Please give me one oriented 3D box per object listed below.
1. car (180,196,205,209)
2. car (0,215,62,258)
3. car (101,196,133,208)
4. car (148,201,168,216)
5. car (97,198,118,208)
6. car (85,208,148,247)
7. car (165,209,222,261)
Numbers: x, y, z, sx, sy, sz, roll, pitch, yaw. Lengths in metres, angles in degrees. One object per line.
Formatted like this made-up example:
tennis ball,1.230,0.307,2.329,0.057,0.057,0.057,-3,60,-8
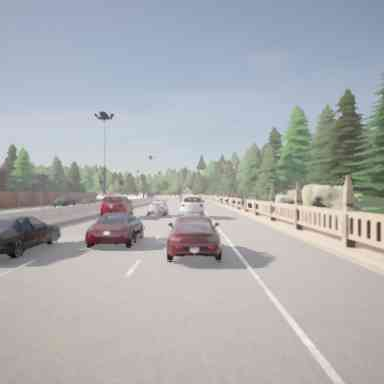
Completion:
car,0.028,1.362,31.854,2.150,2.045,5.566,0,0,0
car,-6.927,1.614,12.934,2.033,1.411,5.357,0,0,0
car,-6.974,1.367,31.246,2.150,2.045,5.566,0,0,0
car,-3.482,1.682,34.350,1.812,1.442,4.674,0,0,0
car,-14.164,1.812,55.979,2.033,1.411,5.357,0,0,1
car,-3.435,1.637,15.407,1.994,1.385,4.181,0,0,0
car,0.069,1.580,12.356,1.812,1.442,4.674,0,0,0
